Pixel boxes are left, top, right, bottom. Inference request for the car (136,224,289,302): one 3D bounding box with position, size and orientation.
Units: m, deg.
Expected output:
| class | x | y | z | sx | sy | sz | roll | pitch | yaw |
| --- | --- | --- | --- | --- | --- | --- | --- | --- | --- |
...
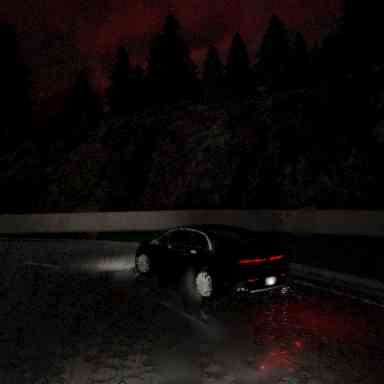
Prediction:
| class | x | y | z | sx | sy | sz | roll | pitch | yaw |
| --- | --- | --- | --- | --- | --- | --- | --- | --- | --- |
| car | 0.207 | 1.590 | 8.681 | 1.837 | 1.490 | 4.892 | 1 | -2 | -35 |
